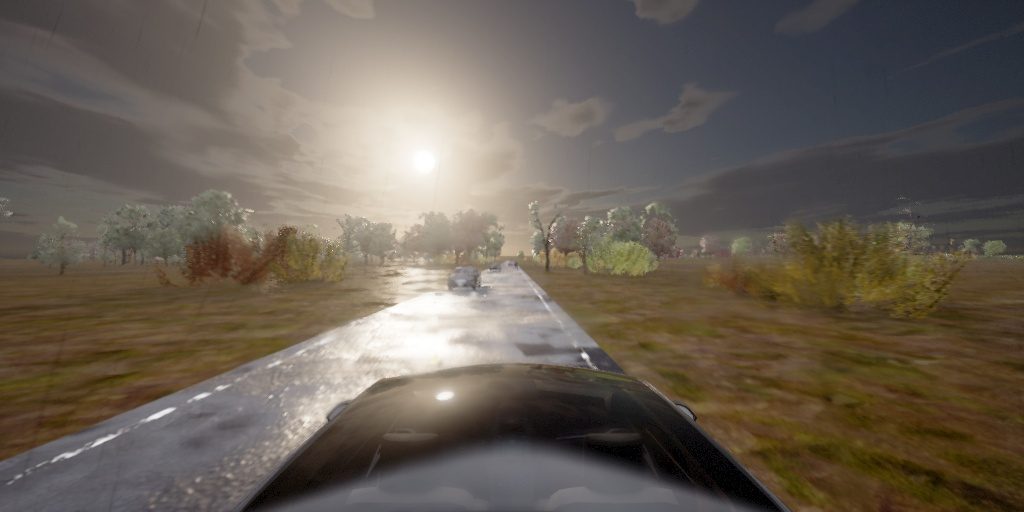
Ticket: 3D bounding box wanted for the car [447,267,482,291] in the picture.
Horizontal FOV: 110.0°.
[{"bbox_3d":[-3.093,1.475,24.058,2.128,1.511,4.902,0,-1,0],"label":"car"}]
